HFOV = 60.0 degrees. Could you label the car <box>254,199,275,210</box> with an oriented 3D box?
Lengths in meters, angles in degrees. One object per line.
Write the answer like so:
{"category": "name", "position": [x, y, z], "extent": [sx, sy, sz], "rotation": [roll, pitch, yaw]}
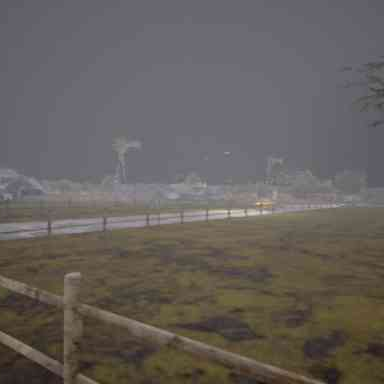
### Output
{"category": "car", "position": [11.342, 1.903, 51.804], "extent": [1.882, 1.535, 5.008], "rotation": [2, 0, 36]}
